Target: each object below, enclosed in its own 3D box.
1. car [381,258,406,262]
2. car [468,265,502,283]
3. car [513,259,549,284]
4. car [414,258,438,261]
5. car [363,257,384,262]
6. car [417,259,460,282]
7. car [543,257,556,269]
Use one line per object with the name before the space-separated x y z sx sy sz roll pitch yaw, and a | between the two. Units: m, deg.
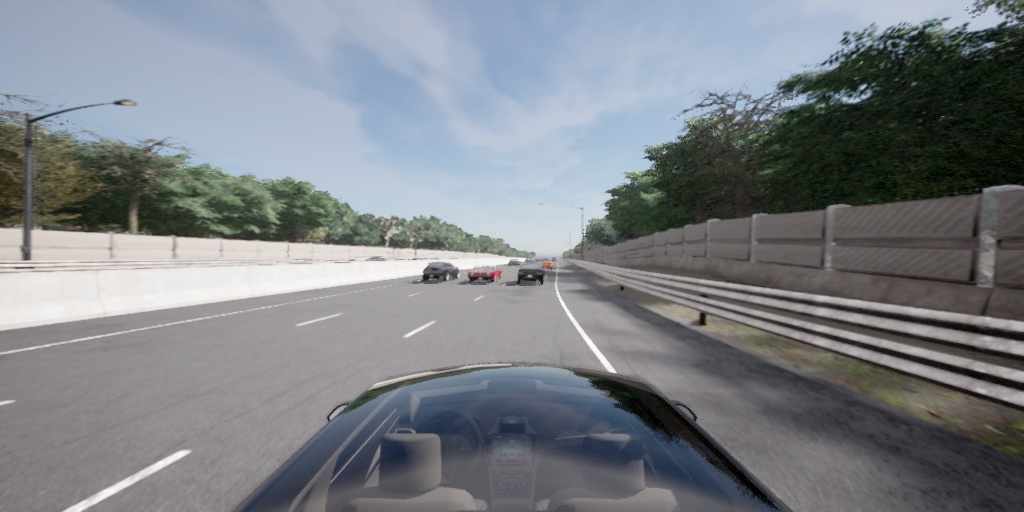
car | -16.462 1.170 51.695 1.895 1.301 4.718 1 0 8
car | -1.939 1.328 27.438 1.895 1.301 4.718 1 0 7
car | 1.533 1.242 26.976 1.882 1.535 5.008 1 0 7
car | -12.918 1.099 51.871 2.128 1.511 4.902 1 0 8
car | -19.932 0.884 52.157 2.097 1.767 4.553 1 0 8
car | -5.410 1.196 27.865 1.837 1.490 4.892 1 0 7
car | 5.583 1.157 58.244 2.097 1.767 4.553 1 0 7
